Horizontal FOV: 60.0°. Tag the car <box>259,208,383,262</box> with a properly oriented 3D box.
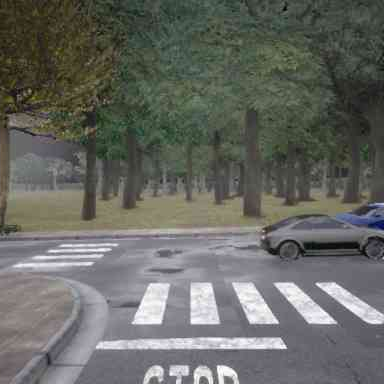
[{"bbox_3d":[4.396,1.448,11.229,4.181,1.385,1.994,-1,1,0],"label":"car"}]

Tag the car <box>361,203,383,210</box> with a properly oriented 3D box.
[{"bbox_3d":[8.053,1.225,14.185,5.008,1.535,1.882,-1,1,0],"label":"car"}]
